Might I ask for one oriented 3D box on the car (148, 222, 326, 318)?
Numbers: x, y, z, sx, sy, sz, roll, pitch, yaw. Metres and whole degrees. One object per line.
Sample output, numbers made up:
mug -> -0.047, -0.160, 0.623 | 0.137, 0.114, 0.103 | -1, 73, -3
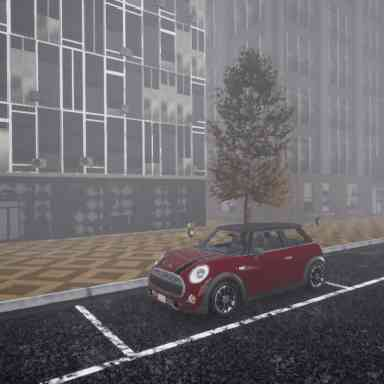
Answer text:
car -> 1.059, 1.439, 7.323 | 4.097, 1.590, 1.967 | 0, -1, -35
